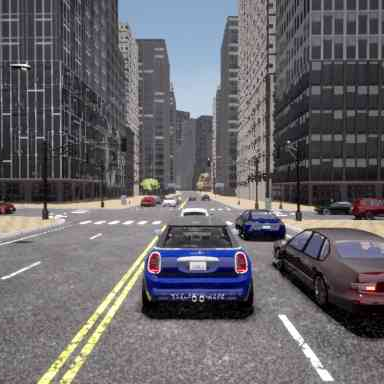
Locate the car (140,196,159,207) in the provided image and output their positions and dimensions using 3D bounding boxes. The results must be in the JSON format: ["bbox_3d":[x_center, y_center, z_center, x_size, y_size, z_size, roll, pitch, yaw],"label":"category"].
[{"bbox_3d":[-6.527,1.442,49.989,1.882,1.535,5.008,0,0,0],"label":"car"}]

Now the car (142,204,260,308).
[{"bbox_3d":[0.109,1.348,8.097,2.097,1.767,4.553,0,0,0],"label":"car"}]

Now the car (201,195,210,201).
[{"bbox_3d":[3.353,1.425,80.398,1.837,1.490,4.892,0,0,0],"label":"car"}]

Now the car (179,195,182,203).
[{"bbox_3d":[-3.251,1.501,59.431,2.033,1.411,5.357,0,0,0],"label":"car"}]

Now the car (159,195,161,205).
[{"bbox_3d":[-6.500,1.500,59.915,2.033,1.411,5.357,0,0,0],"label":"car"}]

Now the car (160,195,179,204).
[{"bbox_3d":[-3.278,1.490,49.741,1.812,1.442,4.674,0,0,0],"label":"car"}]

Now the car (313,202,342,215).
[{"bbox_3d":[15.199,1.702,34.543,4.718,1.301,1.895,0,1,1],"label":"car"}]

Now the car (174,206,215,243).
[{"bbox_3d":[0.121,1.517,16.954,1.812,1.442,4.674,0,0,0],"label":"car"}]

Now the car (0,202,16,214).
[{"bbox_3d":[-19.352,1.408,31.971,4.181,1.385,1.994,1,1,1],"label":"car"}]

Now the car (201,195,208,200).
[{"bbox_3d":[3.366,1.504,90.421,1.895,1.301,4.718,0,0,0],"label":"car"}]

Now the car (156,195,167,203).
[{"bbox_3d":[-6.411,1.417,70.285,1.882,1.535,5.008,0,0,0],"label":"car"}]

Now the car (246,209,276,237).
[{"bbox_3d":[3.370,1.555,16.997,1.994,1.385,4.181,0,0,0],"label":"car"}]

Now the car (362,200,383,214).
[{"bbox_3d":[21.857,1.643,37.031,4.829,1.417,1.752,1,0,1],"label":"car"}]

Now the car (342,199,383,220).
[{"bbox_3d":[16.237,1.519,28.751,5.009,1.841,2.192,1,0,1],"label":"car"}]

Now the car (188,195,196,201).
[{"bbox_3d":[0.102,1.452,79.762,2.128,1.511,4.902,0,0,0],"label":"car"}]

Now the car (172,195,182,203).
[{"bbox_3d":[-3.162,1.418,69.647,1.882,1.535,5.008,0,0,0],"label":"car"}]

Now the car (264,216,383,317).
[{"bbox_3d":[3.359,1.544,7.758,2.033,1.411,5.357,0,0,0],"label":"car"}]
